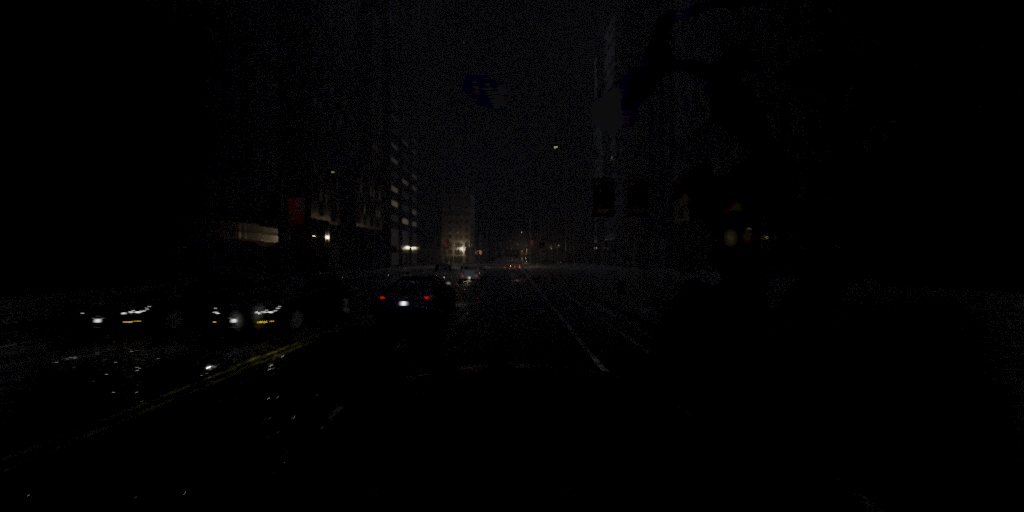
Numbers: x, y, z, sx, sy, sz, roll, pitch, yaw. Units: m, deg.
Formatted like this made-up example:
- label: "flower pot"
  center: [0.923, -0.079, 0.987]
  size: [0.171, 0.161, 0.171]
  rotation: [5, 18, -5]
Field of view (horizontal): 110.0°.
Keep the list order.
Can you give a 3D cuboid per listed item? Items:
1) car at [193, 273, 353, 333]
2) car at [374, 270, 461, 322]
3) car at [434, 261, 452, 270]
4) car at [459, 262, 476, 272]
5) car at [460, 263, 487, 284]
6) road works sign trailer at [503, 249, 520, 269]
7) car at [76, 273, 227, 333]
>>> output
- label: "car"
  center: [-6.597, 1.292, 10.950]
  size: [1.837, 1.490, 4.892]
  rotation: [0, 0, 0]
- label: "car"
  center: [-3.146, 1.357, 12.420]
  size: [1.994, 1.385, 4.181]
  rotation: [0, 0, 0]
- label: "car"
  center: [-9.802, 1.507, 51.350]
  size: [2.128, 1.511, 4.902]
  rotation: [0, 0, 0]
- label: "car"
  center: [-6.540, 1.632, 53.229]
  size: [1.895, 1.301, 4.718]
  rotation: [0, 0, 1]
- label: "car"
  center: [-3.141, 1.393, 28.649]
  size: [1.812, 1.442, 4.674]
  rotation: [0, 0, 0]
- label: "road works sign trailer"
  center: [0.029, 0.584, 64.073]
  size: [2.380, 3.560, 2.880]
  rotation: [0, 0, 1]
- label: "car"
  center: [-9.846, 1.292, 10.947]
  size: [1.837, 1.490, 4.892]
  rotation: [0, 0, 0]
